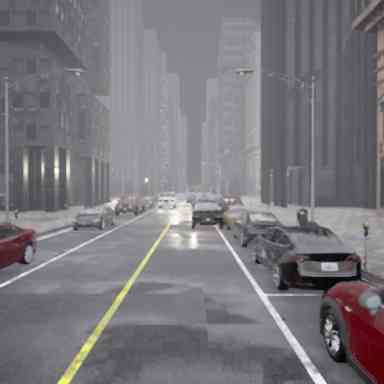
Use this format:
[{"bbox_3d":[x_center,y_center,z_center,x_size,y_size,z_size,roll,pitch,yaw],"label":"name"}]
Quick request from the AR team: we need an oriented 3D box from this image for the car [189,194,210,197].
[{"bbox_3d":[0.892,1.285,37.351,1.801,1.575,5.366,0,0,0],"label":"car"}]

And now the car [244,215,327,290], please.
[{"bbox_3d":[2.762,1.525,8.760,1.947,1.339,4.313,0,0,0],"label":"car"}]

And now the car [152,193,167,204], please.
[{"bbox_3d":[-5.749,1.047,59.175,2.192,1.841,5.009,0,0,0],"label":"car"}]

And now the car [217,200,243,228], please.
[{"bbox_3d":[2.765,1.433,20.133,1.752,1.417,4.829,0,0,0],"label":"car"}]

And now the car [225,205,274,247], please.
[{"bbox_3d":[2.764,1.484,14.362,2.008,1.369,4.403,0,0,0],"label":"car"}]

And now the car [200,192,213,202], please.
[{"bbox_3d":[2.778,1.021,64.776,2.192,1.841,5.009,0,0,0],"label":"car"}]

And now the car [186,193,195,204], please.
[{"bbox_3d":[0.017,1.348,55.562,1.895,1.301,4.718,0,0,0],"label":"car"}]

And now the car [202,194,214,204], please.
[{"bbox_3d":[2.777,1.171,59.174,1.967,1.590,4.097,0,0,0],"label":"car"}]

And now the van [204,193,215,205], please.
[{"bbox_3d":[2.775,1.097,53.573,1.690,1.788,3.998,0,0,0],"label":"van"}]

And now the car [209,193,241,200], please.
[{"bbox_3d":[2.766,1.198,25.564,2.192,1.841,5.009,0,0,0],"label":"car"}]

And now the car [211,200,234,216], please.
[{"bbox_3d":[2.769,1.439,31.167,1.802,1.307,4.206,0,0,0],"label":"car"}]

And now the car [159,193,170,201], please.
[{"bbox_3d":[-5.745,1.122,70.380,1.967,1.590,4.097,0,0,0],"label":"car"}]

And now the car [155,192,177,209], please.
[{"bbox_3d":[-3.079,1.031,42.367,2.150,2.045,5.566,0,0,0],"label":"car"}]

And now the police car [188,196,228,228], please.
[{"bbox_3d":[0.906,1.327,21.270,1.930,1.638,5.238,0,0,0],"label":"police car"}]

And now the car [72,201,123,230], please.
[{"bbox_3d":[-5.760,1.459,19.961,2.008,1.369,4.403,0,0,0],"label":"car"}]

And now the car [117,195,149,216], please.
[{"bbox_3d":[-5.757,1.172,31.165,2.192,1.841,5.009,0,0,0],"label":"car"}]

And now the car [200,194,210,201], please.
[{"bbox_3d":[2.781,1.232,70.379,2.008,1.369,4.403,0,0,0],"label":"car"}]

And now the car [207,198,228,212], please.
[{"bbox_3d":[2.771,1.398,36.768,1.947,1.339,4.313,0,0,0],"label":"car"}]

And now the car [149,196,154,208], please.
[{"bbox_3d":[-5.755,1.398,36.768,1.947,1.339,4.313,0,0,0],"label":"car"}]

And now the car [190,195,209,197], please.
[{"bbox_3d":[0.909,1.362,31.161,1.837,1.490,4.892,0,0,0],"label":"car"}]

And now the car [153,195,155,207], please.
[{"bbox_3d":[-5.753,1.247,42.369,1.967,1.590,4.097,0,0,0],"label":"car"}]

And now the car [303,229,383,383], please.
[{"bbox_3d":[2.760,1.425,3.158,1.967,1.590,4.097,0,0,0],"label":"car"}]

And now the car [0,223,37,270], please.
[{"bbox_3d":[-5.763,1.504,8.757,1.887,1.381,4.507,0,0,0],"label":"car"}]

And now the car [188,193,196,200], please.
[{"bbox_3d":[0.022,0.988,72.318,1.837,1.490,4.892,0,0,0],"label":"car"}]
